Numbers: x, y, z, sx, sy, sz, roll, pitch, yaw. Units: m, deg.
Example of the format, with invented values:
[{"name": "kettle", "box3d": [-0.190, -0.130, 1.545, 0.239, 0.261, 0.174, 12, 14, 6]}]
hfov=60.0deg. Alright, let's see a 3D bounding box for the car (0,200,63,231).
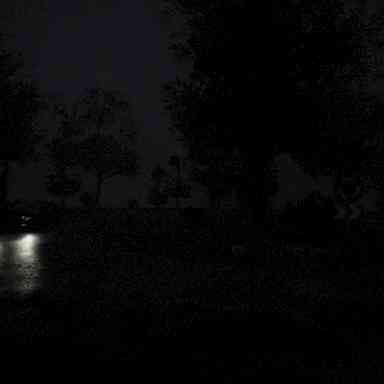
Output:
[{"name": "car", "box3d": [-9.055, 1.242, 18.993, 1.882, 1.535, 5.008, -1, 1, 0]}]
